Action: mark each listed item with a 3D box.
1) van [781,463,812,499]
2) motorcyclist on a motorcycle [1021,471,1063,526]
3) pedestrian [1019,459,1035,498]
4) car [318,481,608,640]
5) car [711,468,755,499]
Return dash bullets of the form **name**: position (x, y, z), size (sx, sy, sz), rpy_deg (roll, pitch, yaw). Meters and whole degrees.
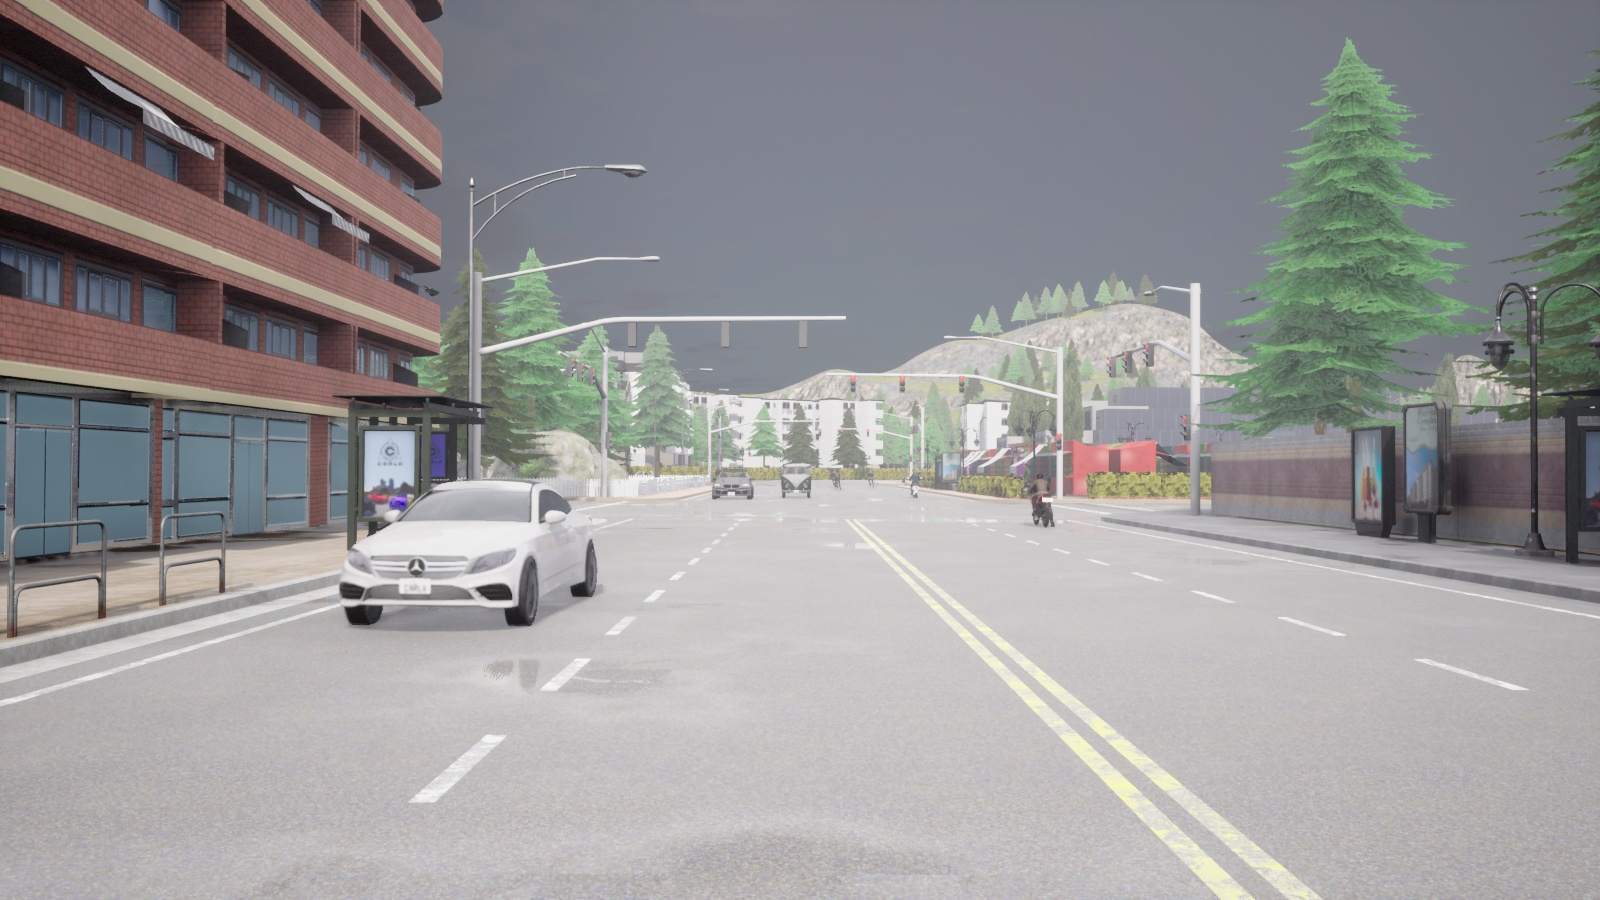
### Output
- **van**: position (-0.201, 1.800, 73.544), size (1.775, 1.987, 4.442), rpy_deg (0, -1, 0)
- **motorcyclist on a motorcycle**: position (6.901, 1.371, 35.922), size (0.797, 1.523, 2.044), rpy_deg (0, -1, 0)
- **pedestrian**: position (11.433, 1.443, 63.233), size (0.788, 1.949, 0.423), rpy_deg (0, -1, 8)
- **car**: position (-3.507, 1.090, 14.064), size (1.812, 1.442, 4.674), rpy_deg (0, -1, 3)
- **car**: position (-3.693, 1.844, 69.900), size (2.242, 1.667, 4.611), rpy_deg (0, -1, 0)
